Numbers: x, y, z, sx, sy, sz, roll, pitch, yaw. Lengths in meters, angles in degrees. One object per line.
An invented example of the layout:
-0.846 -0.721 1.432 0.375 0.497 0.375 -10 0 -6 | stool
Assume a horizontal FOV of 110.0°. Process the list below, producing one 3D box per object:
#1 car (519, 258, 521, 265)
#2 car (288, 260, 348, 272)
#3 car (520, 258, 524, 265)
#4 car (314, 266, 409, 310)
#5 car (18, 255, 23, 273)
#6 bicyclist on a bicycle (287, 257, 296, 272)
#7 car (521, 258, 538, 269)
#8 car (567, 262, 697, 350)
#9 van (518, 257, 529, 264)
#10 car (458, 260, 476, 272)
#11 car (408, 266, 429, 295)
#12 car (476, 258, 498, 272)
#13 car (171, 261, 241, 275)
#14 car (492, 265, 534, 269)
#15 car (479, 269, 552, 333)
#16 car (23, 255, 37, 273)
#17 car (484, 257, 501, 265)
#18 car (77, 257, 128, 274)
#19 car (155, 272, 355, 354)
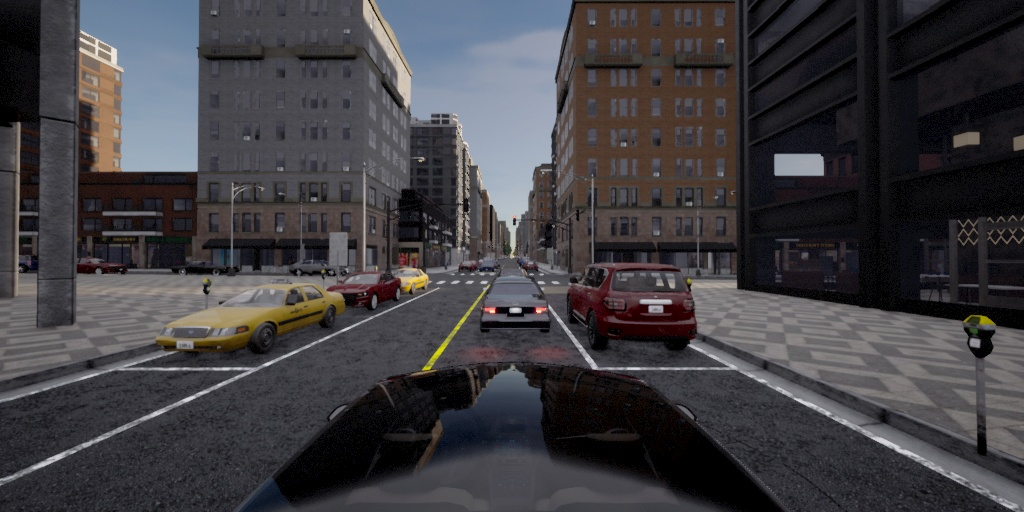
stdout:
2.513 1.342 58.640 1.802 1.307 4.207 0 0 0 | car
-16.841 1.090 31.411 4.902 1.511 2.128 1 -1 0 | car
2.529 1.340 52.967 1.802 1.307 4.207 0 0 0 | car
-5.892 1.297 14.635 1.888 1.381 4.507 0 0 0 | car
-46.942 0.829 31.555 4.892 1.490 1.837 1 -1 1 | car
-23.111 0.906 37.673 0.582 1.620 1.656 0 0 0 | bicyclist on a bicycle
2.545 1.339 47.293 1.802 1.307 4.207 0 0 0 | car
2.650 1.065 9.025 2.192 1.841 5.009 0 0 0 | car
2.498 1.102 64.314 1.690 1.789 3.998 0 0 0 | van
-5.982 1.302 47.279 1.888 1.381 4.507 0 0 0 | car
-5.907 1.278 20.090 1.751 1.417 4.829 0 0 0 | car
-3.246 1.304 46.719 2.033 1.411 5.357 0 0 -4 | car
-26.739 1.110 31.444 4.718 1.301 1.895 1 -1 0 | car
0.019 1.353 20.483 1.895 1.301 4.718 0 0 0 | car
0.067 1.299 10.757 2.033 1.411 5.357 0 0 0 | car
-47.615 0.701 34.657 4.553 1.767 2.097 1 -1 1 | car
-3.232 1.323 56.575 1.994 1.385 4.181 0 0 0 | car
-36.833 0.895 31.487 5.008 1.535 1.882 1 -1 0 | car
-5.876 1.276 8.840 1.751 1.417 4.829 0 0 0 | car
